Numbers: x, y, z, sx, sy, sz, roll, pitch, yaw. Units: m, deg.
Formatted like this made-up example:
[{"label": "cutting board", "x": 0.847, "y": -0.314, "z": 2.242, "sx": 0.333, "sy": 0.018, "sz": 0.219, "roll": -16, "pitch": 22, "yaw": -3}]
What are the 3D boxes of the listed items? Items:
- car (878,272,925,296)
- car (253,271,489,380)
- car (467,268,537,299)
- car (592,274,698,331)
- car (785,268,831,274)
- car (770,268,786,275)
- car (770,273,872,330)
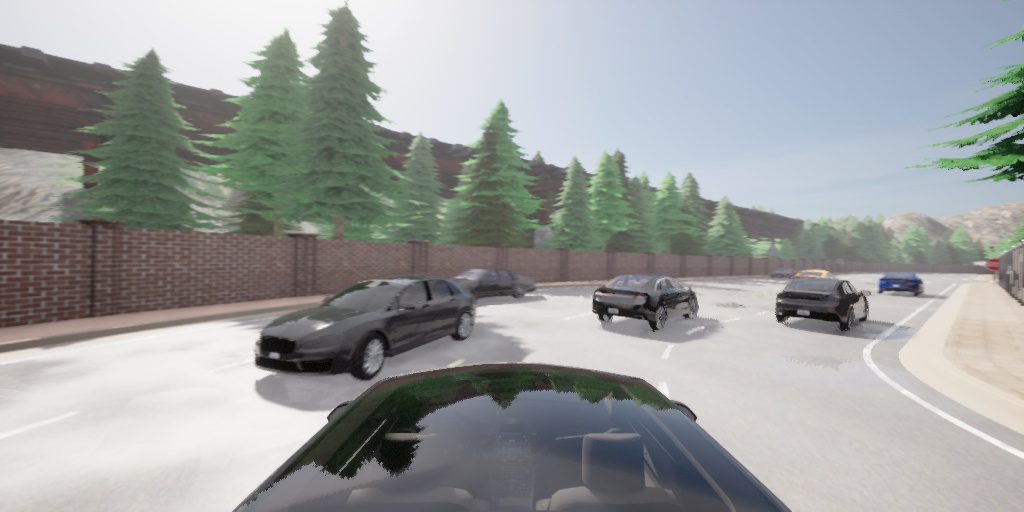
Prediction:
[{"label": "car", "x": 27.371, "y": 1.884, "z": 25.209, "sx": 5.008, "sy": 1.535, "sz": 1.882, "roll": 1, "pitch": 0, "yaw": -38}, {"label": "car", "x": -2.448, "y": 1.184, "z": 7.336, "sx": 1.837, "sy": 1.490, "sz": 4.892, "roll": 0, "pitch": 0, "yaw": 23}, {"label": "car", "x": -1.206, "y": 1.245, "z": 16.150, "sx": 5.357, "sy": 1.411, "sz": 2.033, "roll": 1, "pitch": 0, "yaw": -44}, {"label": "car", "x": 4.448, "y": 1.339, "z": 11.613, "sx": 2.128, "sy": 1.511, "sz": 4.902, "roll": 1, "pitch": 0, "yaw": 43}, {"label": "car", "x": 20.933, "y": 1.722, "z": 24.666, "sx": 5.008, "sy": 1.535, "sz": 1.882, "roll": 1, "pitch": 0, "yaw": -38}, {"label": "car", "x": 32.407, "y": 2.073, "z": 42.563, "sx": 4.181, "sy": 1.385, "sz": 1.994, "roll": 2, "pitch": 0, "yaw": -37}, {"label": "car", "x": 10.700, "y": 1.509, "z": 12.342, "sx": 4.892, "sy": 1.490, "sz": 1.837, "roll": 1, "pitch": 0, "yaw": -38}]
